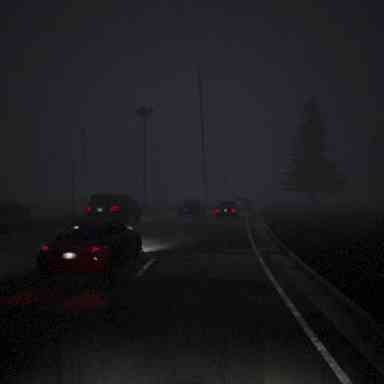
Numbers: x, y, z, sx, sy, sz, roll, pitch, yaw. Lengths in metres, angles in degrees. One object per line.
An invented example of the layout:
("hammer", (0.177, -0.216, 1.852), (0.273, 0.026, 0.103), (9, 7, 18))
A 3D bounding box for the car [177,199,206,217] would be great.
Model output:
("car", (0.030, 1.366, 30.531), (1.882, 1.535, 5.008), (0, 0, 12))

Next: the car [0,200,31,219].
("car", (-14.508, 1.388, 25.032), (2.128, 1.511, 4.902), (0, 0, 18))

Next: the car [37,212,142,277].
("car", (-2.864, 1.524, 10.163), (1.994, 1.385, 4.181), (0, 0, 4))

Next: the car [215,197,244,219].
("car", (3.011, 1.449, 27.739), (2.033, 1.411, 5.357), (0, 0, 10))

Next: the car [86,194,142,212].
("car", (-5.017, 1.137, 22.089), (2.150, 2.045, 5.566), (0, 0, 8))

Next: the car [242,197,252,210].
("car", (6.205, 1.360, 41.074), (1.837, 1.490, 4.892), (0, 0, 14))

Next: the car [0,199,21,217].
("car", (-17.118, 1.409, 28.275), (1.812, 1.442, 4.674), (0, 0, 18))
